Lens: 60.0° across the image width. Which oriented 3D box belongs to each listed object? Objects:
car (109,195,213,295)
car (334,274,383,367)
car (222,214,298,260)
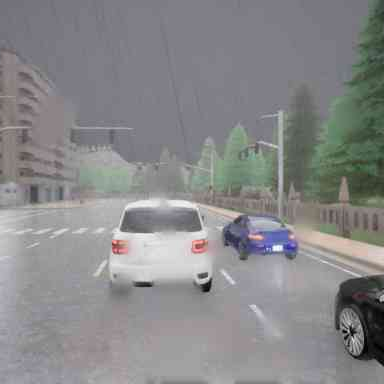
[{"bbox_3d":[-0.793,1.221,8.951,2.150,2.045,5.566,0,0,-5],"label":"car"},{"bbox_3d":[3.125,1.492,3.080,2.128,1.511,4.902,0,0,-3],"label":"car"},{"bbox_3d":[2.354,1.526,12.308,1.812,1.442,4.674,0,0,-6],"label":"car"}]
